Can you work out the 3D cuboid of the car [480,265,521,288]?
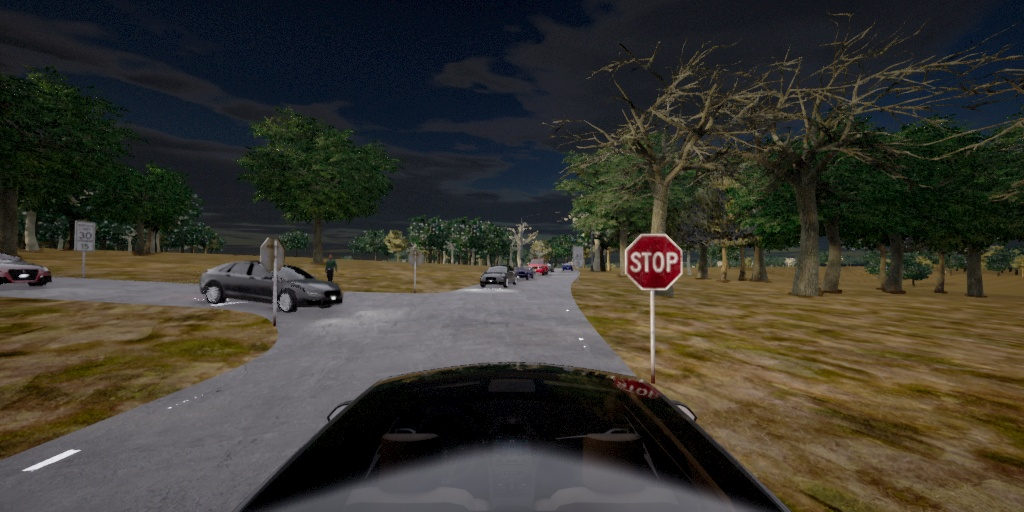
[{"bbox_3d":[-0.879,1.419,25.867,1.837,1.490,4.892,0,-1,12],"label":"car"}]

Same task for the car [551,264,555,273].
[{"bbox_3d":[5.601,1.904,56.938,1.812,1.442,4.674,0,-1,11],"label":"car"}]

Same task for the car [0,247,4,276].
[{"bbox_3d":[-27.692,0.164,17.055,4.674,1.442,1.812,3,-1,3],"label":"car"}]

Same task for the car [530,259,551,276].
[{"bbox_3d":[3.283,1.417,45.453,2.150,2.045,5.566,0,-1,12],"label":"car"}]

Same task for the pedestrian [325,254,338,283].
[{"bbox_3d":[-9.810,0.788,19.359,0.375,1.860,0.375,0,-4,3],"label":"pedestrian"}]

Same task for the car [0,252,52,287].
[{"bbox_3d":[-20.216,0.471,13.500,4.181,1.385,1.994,3,-1,3],"label":"car"}]

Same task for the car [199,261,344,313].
[{"bbox_3d":[-8.239,0.978,12.389,4.892,1.490,1.837,4,-2,13],"label":"car"}]

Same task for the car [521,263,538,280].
[{"bbox_3d":[1.025,1.647,35.211,1.895,1.301,4.718,0,-1,13],"label":"car"}]
